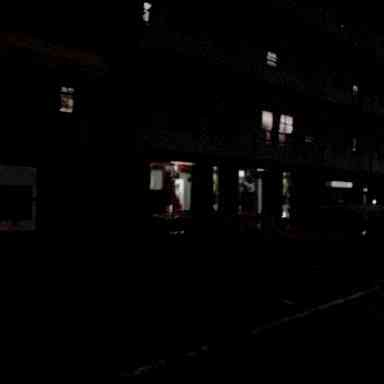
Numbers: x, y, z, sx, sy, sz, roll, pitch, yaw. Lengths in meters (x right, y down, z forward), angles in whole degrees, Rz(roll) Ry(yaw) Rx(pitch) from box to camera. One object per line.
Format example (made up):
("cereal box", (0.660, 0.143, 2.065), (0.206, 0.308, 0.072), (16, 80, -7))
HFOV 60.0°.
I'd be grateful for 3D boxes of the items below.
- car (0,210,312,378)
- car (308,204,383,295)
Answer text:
("car", (-0.476, 1.308, 5.733), (5.009, 1.841, 2.192), (0, 2, -36))
("car", (4.024, 1.294, 8.947), (5.009, 1.841, 2.192), (0, 2, -36))
